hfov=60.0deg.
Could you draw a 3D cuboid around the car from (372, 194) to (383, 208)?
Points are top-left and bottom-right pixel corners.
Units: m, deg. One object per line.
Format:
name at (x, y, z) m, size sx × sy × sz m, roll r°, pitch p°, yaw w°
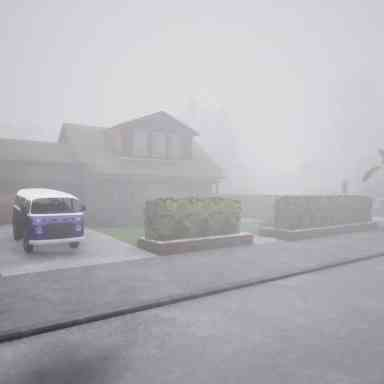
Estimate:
car at (23.994, 0.986, 40.731) m, size 3.866 × 1.878 × 1.905 m, roll 0°, pitch 0°, yaw 0°
